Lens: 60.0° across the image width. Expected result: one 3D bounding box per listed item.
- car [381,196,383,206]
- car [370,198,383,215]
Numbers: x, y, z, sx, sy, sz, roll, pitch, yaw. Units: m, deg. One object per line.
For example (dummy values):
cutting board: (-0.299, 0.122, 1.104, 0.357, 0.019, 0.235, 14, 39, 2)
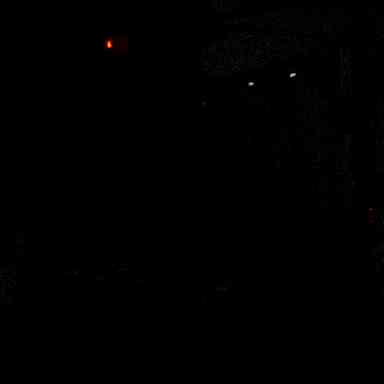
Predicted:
car: (29.858, 1.297, 50.087, 1.837, 1.490, 4.892, -1, 0, 36)
car: (17.189, 1.387, 32.255, 1.837, 1.490, 4.892, -1, 0, 35)
